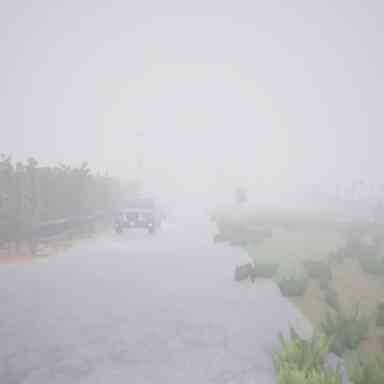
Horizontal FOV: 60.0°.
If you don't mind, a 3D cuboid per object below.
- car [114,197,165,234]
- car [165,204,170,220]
[{"bbox_3d":[-3.160,1.347,20.459,2.150,2.045,5.566,0,0,0],"label":"car"},{"bbox_3d":[-3.133,1.786,30.498,1.895,1.301,4.718,0,0,0],"label":"car"}]
